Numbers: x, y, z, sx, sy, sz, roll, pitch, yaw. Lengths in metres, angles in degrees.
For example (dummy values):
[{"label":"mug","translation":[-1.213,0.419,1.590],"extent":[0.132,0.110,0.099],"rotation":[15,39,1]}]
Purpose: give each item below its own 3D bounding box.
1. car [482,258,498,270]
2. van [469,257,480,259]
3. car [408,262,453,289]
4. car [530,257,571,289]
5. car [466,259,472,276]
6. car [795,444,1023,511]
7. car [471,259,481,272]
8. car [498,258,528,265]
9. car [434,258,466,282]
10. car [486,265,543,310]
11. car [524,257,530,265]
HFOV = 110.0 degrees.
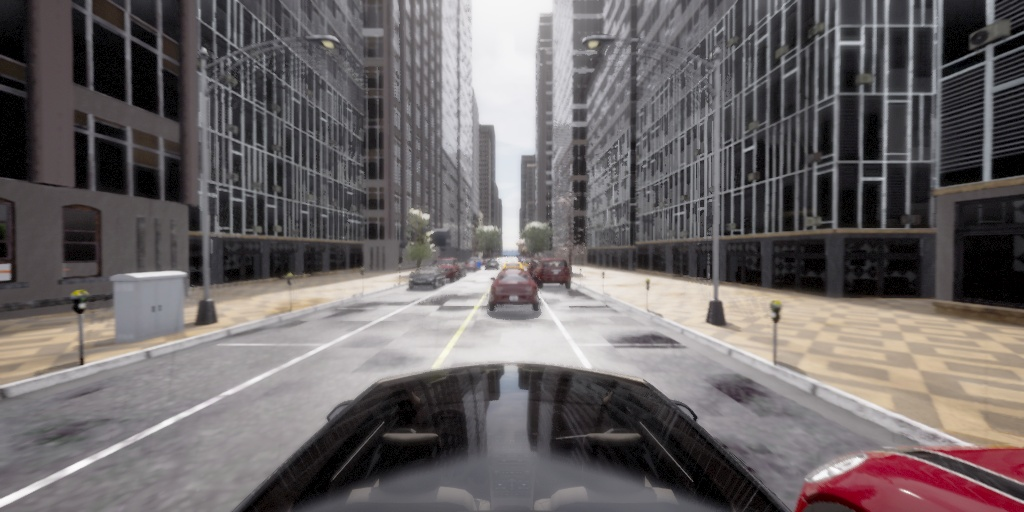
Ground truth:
[{"label":"car","translation":[-2.814,1.242,50.821],"extent":[1.837,1.490,4.892],"rotation":[0,0,0]},{"label":"van","translation":[-5.301,1.079,51.159],"extent":[1.690,1.789,3.998],"rotation":[0,0,0]},{"label":"car","translation":[-5.309,1.292,22.917],"extent":[2.007,1.370,4.403],"rotation":[0,0,0]},{"label":"car","translation":[2.539,1.056,22.944],"extent":[2.192,1.841,5.009],"rotation":[0,0,0]},{"label":"car","translation":[-5.306,1.290,34.214],"extent":[2.007,1.370,4.403],"rotation":[0,0,0]},{"label":"car","translation":[2.532,1.191,0.349],"extent":[1.967,1.591,4.097],"rotation":[0,0,0]},{"label":"car","translation":[-5.303,1.321,45.511],"extent":[1.802,1.307,4.207],"rotation":[0,0,0]},{"label":"car","translation":[0.088,1.217,30.126],"extent":[1.882,1.535,5.008],"rotation":[0,0,0]},{"label":"car","translation":[-5.308,1.055,28.566],"extent":[2.192,1.841,5.009],"rotation":[0,0,0]},{"label":"car","translation":[0.081,1.270,14.526],"extent":[1.812,1.442,4.674],"rotation":[0,0,0]},{"label":"car","translation":[2.542,1.054,34.241],"extent":[2.192,1.841,5.009],"rotation":[0,0,0]}]
